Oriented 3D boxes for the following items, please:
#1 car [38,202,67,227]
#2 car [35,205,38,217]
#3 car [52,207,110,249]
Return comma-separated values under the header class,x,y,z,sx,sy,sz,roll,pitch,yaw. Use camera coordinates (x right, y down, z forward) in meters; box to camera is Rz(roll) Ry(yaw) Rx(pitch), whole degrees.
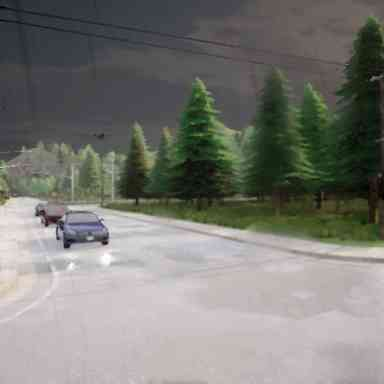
class,x,y,z,sx,sy,sz,roll,pitch,yaw
car,-10.097,1.651,24.832,1.882,1.535,5.008,-1,0,-28
car,-15.224,1.786,34.569,2.033,1.411,5.357,-1,0,-28
car,-5.244,1.637,15.635,1.812,1.442,4.674,-1,0,-28
